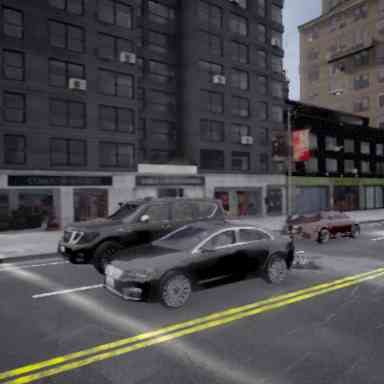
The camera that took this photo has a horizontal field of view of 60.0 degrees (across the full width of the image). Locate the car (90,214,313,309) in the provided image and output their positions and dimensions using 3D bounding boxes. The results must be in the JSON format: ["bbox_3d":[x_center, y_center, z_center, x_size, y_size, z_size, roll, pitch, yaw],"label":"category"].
[{"bbox_3d":[0.399,1.491,7.934,4.902,1.511,2.128,0,0,-35],"label":"car"}]

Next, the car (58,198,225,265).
[{"bbox_3d":[-1.274,1.223,10.718,5.566,2.045,2.150,0,0,-35],"label":"car"}]

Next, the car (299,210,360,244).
[{"bbox_3d":[6.215,1.560,15.982,4.181,1.385,1.994,0,0,-36],"label":"car"}]
